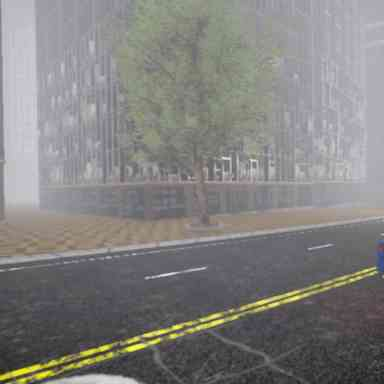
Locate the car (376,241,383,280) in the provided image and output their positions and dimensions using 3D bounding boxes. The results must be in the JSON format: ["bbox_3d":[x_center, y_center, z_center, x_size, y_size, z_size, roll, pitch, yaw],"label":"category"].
[{"bbox_3d":[6.635,1.494,8.585,5.008,1.535,1.882,0,0,-38],"label":"car"}]
